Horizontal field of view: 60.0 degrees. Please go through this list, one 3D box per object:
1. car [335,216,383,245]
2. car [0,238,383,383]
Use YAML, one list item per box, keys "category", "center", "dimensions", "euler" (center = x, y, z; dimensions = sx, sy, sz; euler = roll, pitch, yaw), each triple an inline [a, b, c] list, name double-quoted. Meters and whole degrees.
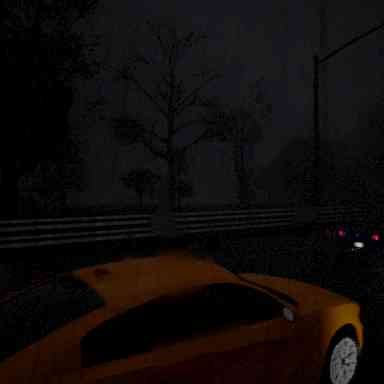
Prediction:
- category: "car"
  center: [7.848, 1.599, 13.178]
  dimensions: [4.718, 1.301, 1.895]
  euler: [0, 0, -34]
- category: "car"
  center: [-0.156, 1.477, 3.546]
  dimensions: [5.008, 1.535, 1.882]
  euler: [0, 0, -35]
